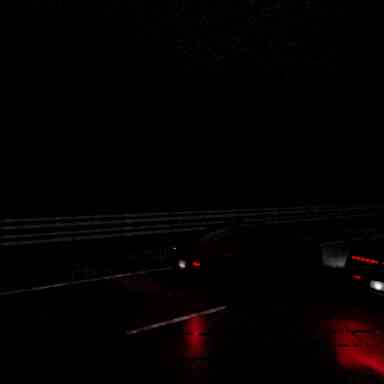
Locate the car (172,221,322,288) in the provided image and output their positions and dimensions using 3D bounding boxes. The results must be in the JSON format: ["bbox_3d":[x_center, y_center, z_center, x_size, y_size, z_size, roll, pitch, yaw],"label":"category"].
[{"bbox_3d":[1.641,1.526,9.213,4.674,1.442,1.812,0,0,-35],"label":"car"}]

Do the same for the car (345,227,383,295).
[{"bbox_3d":[5.457,1.504,7.638,4.892,1.490,1.837,0,0,-36],"label":"car"}]
